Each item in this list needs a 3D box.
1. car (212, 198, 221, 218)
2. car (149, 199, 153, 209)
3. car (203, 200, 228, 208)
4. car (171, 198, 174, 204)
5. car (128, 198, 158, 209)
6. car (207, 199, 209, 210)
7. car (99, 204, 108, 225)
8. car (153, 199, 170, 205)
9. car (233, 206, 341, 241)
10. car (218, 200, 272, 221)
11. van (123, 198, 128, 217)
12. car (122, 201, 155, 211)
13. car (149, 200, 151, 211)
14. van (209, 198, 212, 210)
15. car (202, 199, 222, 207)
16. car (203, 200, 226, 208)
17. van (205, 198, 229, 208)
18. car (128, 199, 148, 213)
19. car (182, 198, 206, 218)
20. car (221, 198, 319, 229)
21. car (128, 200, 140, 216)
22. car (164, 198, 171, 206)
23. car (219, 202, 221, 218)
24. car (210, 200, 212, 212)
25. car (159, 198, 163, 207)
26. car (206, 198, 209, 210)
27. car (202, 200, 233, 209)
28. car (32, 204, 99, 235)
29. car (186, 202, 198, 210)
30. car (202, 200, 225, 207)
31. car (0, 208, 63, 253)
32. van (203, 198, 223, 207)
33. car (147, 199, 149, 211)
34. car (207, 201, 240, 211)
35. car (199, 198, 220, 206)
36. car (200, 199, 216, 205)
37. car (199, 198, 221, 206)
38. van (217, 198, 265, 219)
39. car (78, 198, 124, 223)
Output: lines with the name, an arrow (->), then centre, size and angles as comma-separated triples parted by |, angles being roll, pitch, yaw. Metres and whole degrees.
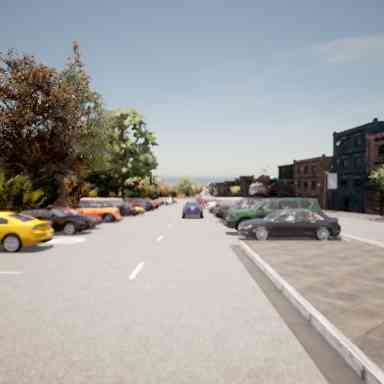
car -> 4.698, 1.491, 27.647 | 5.566, 2.045, 2.435 | 0, -1, 0
car -> -8.425, 2.084, 47.076 | 4.792, 1.488, 2.163 | 0, -1, 0
car -> 4.661, 2.446, 66.878 | 4.792, 1.488, 2.163 | 0, -1, 0
car -> -8.320, 2.841, 88.869 | 5.366, 1.575, 1.946 | 0, -1, 0
car -> -8.376, 1.849, 49.864 | 5.566, 2.045, 2.435 | 0, -1, 0
car -> 4.703, 1.964, 41.657 | 5.008, 1.535, 2.097 | 0, -1, 0
car -> -8.350, 1.706, 22.017 | 4.674, 1.452, 2.002 | 0, -1, 0
car -> -8.551, 2.826, 94.420 | 4.553, 1.767, 2.185 | 0, -1, 0
car -> 4.742, 1.602, 16.434 | 4.892, 1.521, 2.231 | 0, -1, 0
car -> 4.753, 1.658, 30.446 | 4.553, 1.767, 2.185 | 0, -1, 0
van -> -8.474, 1.559, 30.368 | 4.442, 1.987, 1.878 | 0, -1, 0
car -> -8.406, 2.150, 52.645 | 5.008, 1.535, 2.097 | 0, -1, 0
car -> -8.360, 2.039, 44.291 | 4.792, 1.488, 2.163 | 0, -1, 0
van -> 4.588, 1.693, 38.857 | 4.442, 1.987, 1.878 | 0, -1, 0
car -> 4.571, 2.508, 78.092 | 4.553, 1.767, 2.185 | 0, -1, 0
car -> 4.654, 2.500, 69.681 | 4.792, 1.488, 2.163 | 0, -1, 0
van -> 4.756, 2.137, 64.081 | 4.442, 1.987, 1.878 | 0, -1, 0
car -> -8.190, 1.916, 38.722 | 5.366, 1.575, 1.946 | 0, -1, 0
car -> 0.066, 1.731, 35.045 | 2.097, 1.767, 4.553 | 0, -1, 0
car -> 4.706, 1.380, 19.237 | 5.566, 2.045, 2.435 | 0, -1, 0
car -> -8.367, 1.914, 35.936 | 4.674, 1.452, 2.002 | 0, -1, 0
car -> -8.504, 2.791, 86.093 | 4.892, 1.521, 2.231 | 0, -1, 0
car -> 4.723, 1.702, 24.838 | 4.892, 1.521, 2.231 | 0, -1, 0
car -> 4.716, 1.875, 36.051 | 4.892, 1.521, 2.231 | 0, -1, 0
car -> -8.396, 2.000, 58.218 | 5.566, 2.045, 2.435 | 0, -1, 0
car -> 4.661, 1.758, 44.464 | 5.566, 2.045, 2.435 | 0, -1, 0
car -> 4.468, 2.251, 58.470 | 5.366, 1.575, 1.946 | 0, -1, 0
car -> -8.350, 1.632, 19.230 | 5.008, 1.535, 2.097 | 0, -1, 0
car -> 0.003, 2.350, 57.115 | 1.895, 1.301, 4.718 | 0, -1, 0
car -> 4.622, 2.525, 72.485 | 5.008, 1.535, 2.097 | 0, -1, 0
car -> -8.336, 1.576, 13.662 | 5.008, 1.535, 2.097 | 0, 0, 0
van -> 4.726, 2.353, 75.292 | 4.442, 1.987, 1.878 | 0, -1, 0
car -> -8.377, 1.964, 41.507 | 5.008, 1.535, 2.097 | 0, -1, 0
car -> 4.705, 2.131, 50.064 | 4.792, 1.488, 2.163 | 0, -1, 0
car -> 4.602, 2.598, 89.306 | 5.566, 2.045, 2.435 | 0, -1, 0
car -> 4.527, 2.833, 94.909 | 4.553, 1.767, 2.185 | 0, -1, 0
car -> 4.609, 2.544, 86.503 | 5.566, 2.045, 2.435 | 0, -1, 0
van -> 4.832, 1.603, 33.251 | 4.442, 1.987, 1.878 | 0, -1, 0
car -> -8.323, 1.617, 27.587 | 4.553, 1.767, 2.185 | 0, -1, 0
